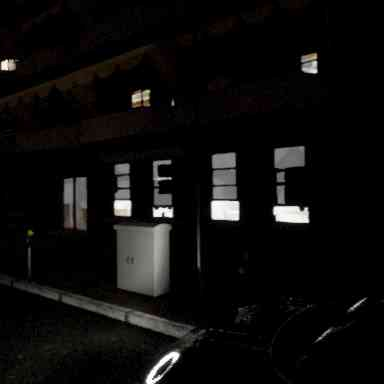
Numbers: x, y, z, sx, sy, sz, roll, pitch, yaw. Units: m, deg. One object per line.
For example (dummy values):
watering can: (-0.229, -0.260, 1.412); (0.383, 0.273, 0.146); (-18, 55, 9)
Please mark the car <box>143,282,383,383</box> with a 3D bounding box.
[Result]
car: (1.749, 1.350, 2.145); (4.553, 1.767, 2.097); (-1, 0, 36)
